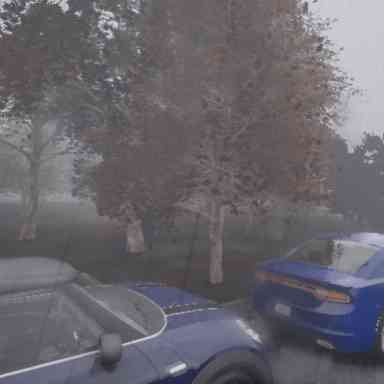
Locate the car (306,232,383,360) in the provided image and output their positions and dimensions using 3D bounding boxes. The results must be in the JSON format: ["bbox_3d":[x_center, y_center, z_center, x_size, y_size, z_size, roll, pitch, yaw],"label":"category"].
[{"bbox_3d":[3.295,1.467,5.963,5.008,1.535,2.097,0,0,-34],"label":"car"}]

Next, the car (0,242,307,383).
[{"bbox_3d":[-1.441,1.363,2.777,4.553,1.767,2.185,-1,0,-34],"label":"car"}]
